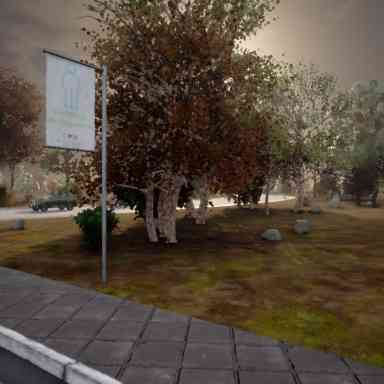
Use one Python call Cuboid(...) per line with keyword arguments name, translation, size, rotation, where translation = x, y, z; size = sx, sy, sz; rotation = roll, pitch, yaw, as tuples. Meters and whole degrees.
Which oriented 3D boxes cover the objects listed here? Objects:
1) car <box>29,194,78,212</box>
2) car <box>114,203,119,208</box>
Cuboid(name="car", translation=(-16.531, 1.212, 39.939), size=(2.150, 2.045, 5.566), rotation=(0, 0, 38))
Cuboid(name="car", translation=(-10.141, 1.462, 48.167), size=(1.837, 1.490, 4.892), rotation=(0, 0, 37))
